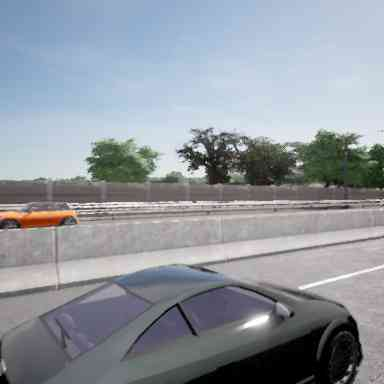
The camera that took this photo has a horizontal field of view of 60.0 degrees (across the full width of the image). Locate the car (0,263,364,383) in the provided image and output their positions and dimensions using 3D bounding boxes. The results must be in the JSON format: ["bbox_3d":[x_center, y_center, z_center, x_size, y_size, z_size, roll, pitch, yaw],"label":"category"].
[{"bbox_3d":[0.110,1.570,3.823,4.181,1.385,1.994,0,0,-36],"label":"car"}]

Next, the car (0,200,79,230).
[{"bbox_3d":[-8.980,1.363,19.080,4.553,1.767,2.097,0,0,-35],"label":"car"}]
